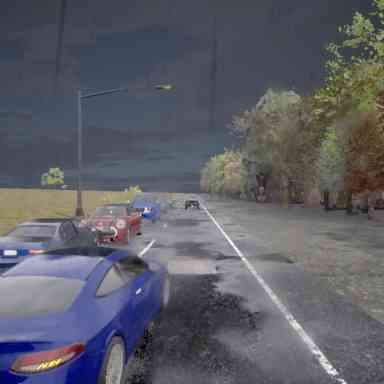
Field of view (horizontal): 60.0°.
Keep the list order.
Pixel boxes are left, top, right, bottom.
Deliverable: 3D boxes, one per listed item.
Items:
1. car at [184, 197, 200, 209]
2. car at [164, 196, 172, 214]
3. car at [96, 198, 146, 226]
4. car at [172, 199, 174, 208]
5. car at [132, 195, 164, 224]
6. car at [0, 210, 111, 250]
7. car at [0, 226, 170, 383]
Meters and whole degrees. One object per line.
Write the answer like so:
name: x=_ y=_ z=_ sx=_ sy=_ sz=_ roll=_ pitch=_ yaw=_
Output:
car: x=0.027 y=1.501 z=44.337 sx=1.837 sy=1.490 sz=4.892 roll=0 pitch=0 yaw=0
car: x=-3.620 y=1.351 z=35.256 sx=2.097 sy=1.767 sz=4.553 roll=0 pitch=0 yaw=0
car: x=-3.689 y=1.354 z=15.605 sx=2.097 sy=1.767 sz=4.553 roll=0 pitch=0 yaw=1
car: x=-3.627 y=1.347 z=45.262 sx=2.097 sy=1.767 sz=4.553 roll=0 pitch=0 yaw=0
car: x=-3.623 y=1.223 z=25.251 sx=2.150 sy=2.045 sz=5.566 roll=0 pitch=0 yaw=-1
car: x=-4.441 y=1.550 z=10.753 sx=2.033 sy=1.411 sz=5.357 roll=0 pitch=0 yaw=1
car: x=-1.559 y=1.526 z=4.902 sx=1.812 sy=1.442 sz=4.674 roll=0 pitch=0 yaw=7
